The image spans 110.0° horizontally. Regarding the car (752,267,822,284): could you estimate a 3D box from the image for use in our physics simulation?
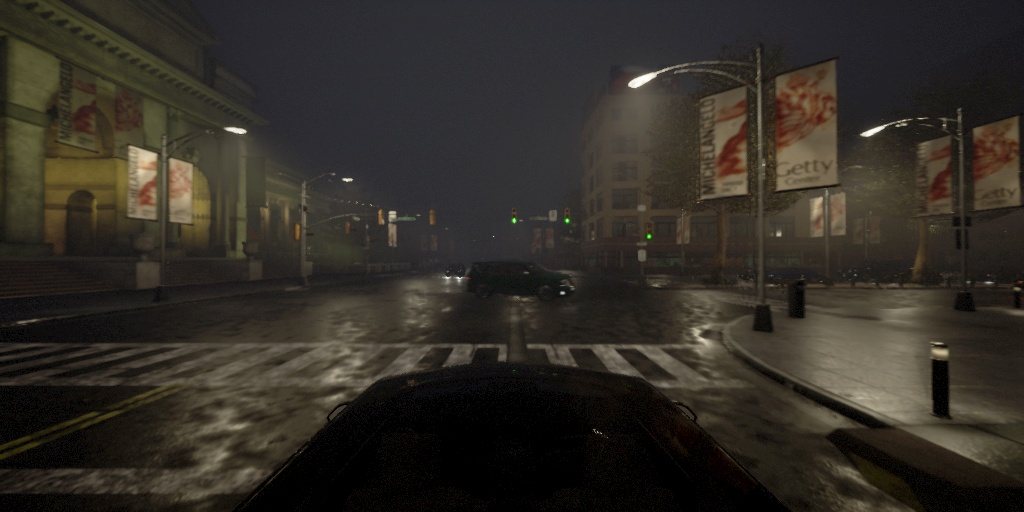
[{"bbox_3d":[23.389,1.611,30.251,4.674,1.442,1.812,0,-1,0],"label":"car"}]

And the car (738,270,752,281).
[{"bbox_3d":[23.690,1.690,33.739,4.181,1.385,1.994,0,-1,0],"label":"car"}]

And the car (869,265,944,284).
[{"bbox_3d":[33.460,1.652,30.260,4.181,1.385,1.994,0,-1,0],"label":"car"}]

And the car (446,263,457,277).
[{"bbox_3d":[-6.986,1.718,44.661,1.837,1.490,4.892,0,1,0],"label":"car"}]

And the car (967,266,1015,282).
[{"bbox_3d":[46.225,1.684,34.231,5.357,1.411,2.033,0,-1,-12],"label":"car"}]

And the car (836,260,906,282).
[{"bbox_3d":[33.974,1.350,33.778,5.566,2.045,2.150,0,-1,0],"label":"car"}]

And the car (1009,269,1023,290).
[{"bbox_3d":[31.446,1.567,19.678,4.718,1.301,1.895,0,-1,9],"label":"car"}]

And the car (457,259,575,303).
[{"bbox_3d":[0.340,1.224,18.258,5.566,2.045,2.150,0,3,23],"label":"car"}]
